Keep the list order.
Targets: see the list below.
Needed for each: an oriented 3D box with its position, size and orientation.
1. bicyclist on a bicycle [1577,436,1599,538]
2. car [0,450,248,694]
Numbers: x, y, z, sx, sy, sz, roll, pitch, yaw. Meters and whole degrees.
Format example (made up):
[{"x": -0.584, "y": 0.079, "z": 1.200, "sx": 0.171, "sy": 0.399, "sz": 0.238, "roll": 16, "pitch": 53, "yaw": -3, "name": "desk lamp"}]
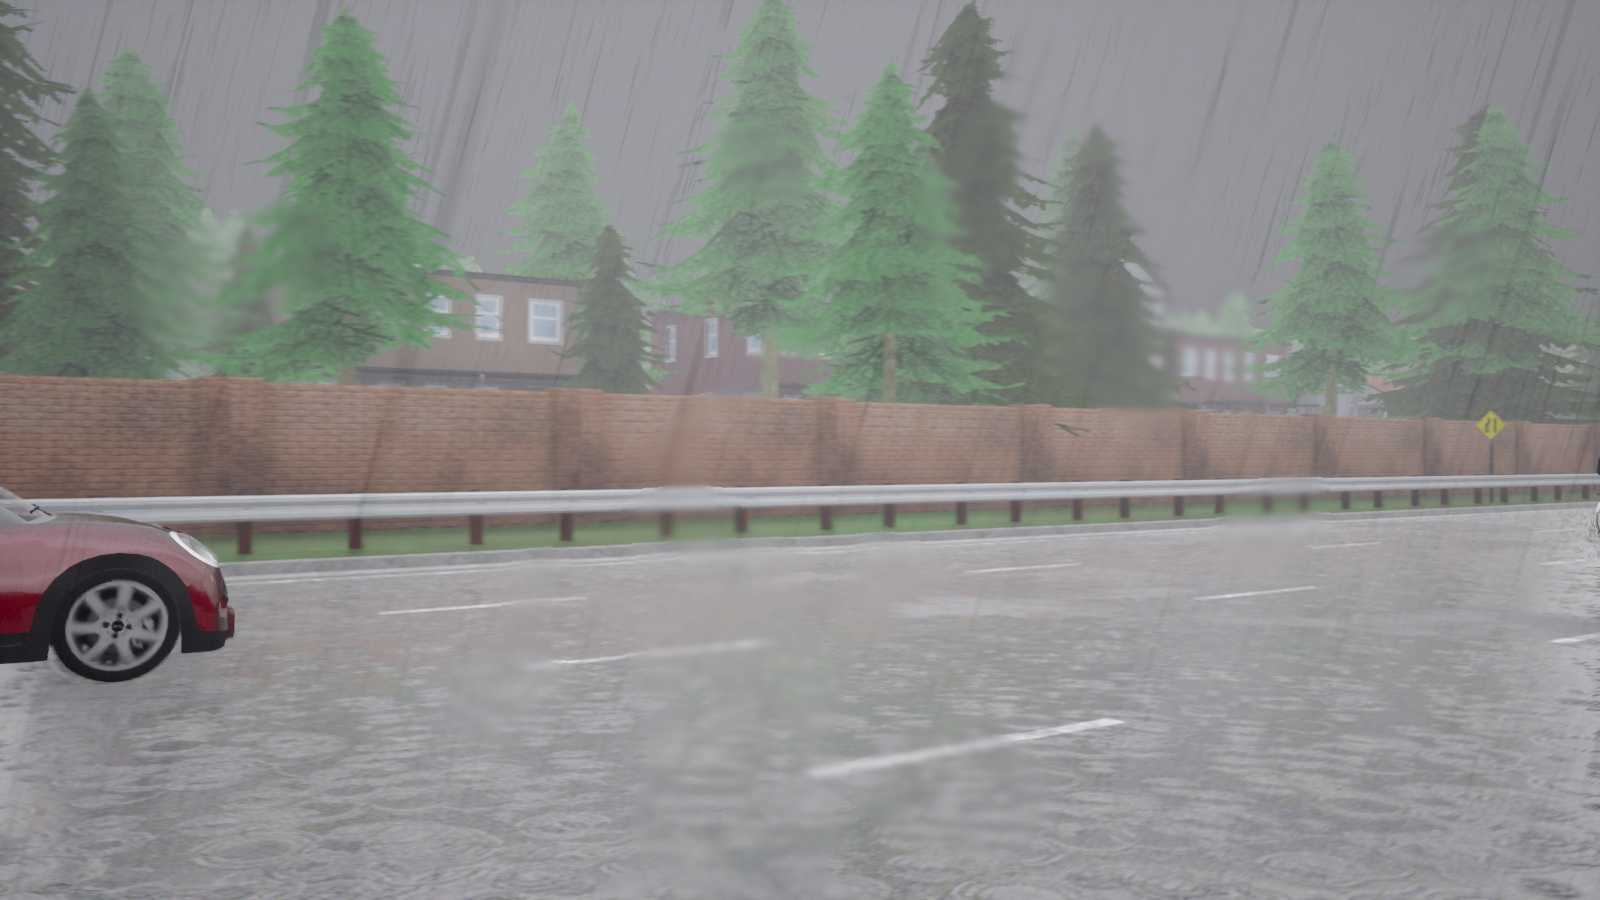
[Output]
[{"x": 14.626, "y": 0.640, "z": 22.368, "sx": 1.843, "sy": 1.776, "sz": 0.659, "roll": 0, "pitch": 0, "yaw": -35, "name": "bicyclist on a bicycle"}, {"x": -5.822, "y": 0.742, "z": 8.135, "sx": 3.806, "sy": 1.475, "sz": 1.970, "roll": 0, "pitch": 0, "yaw": -35, "name": "car"}]
